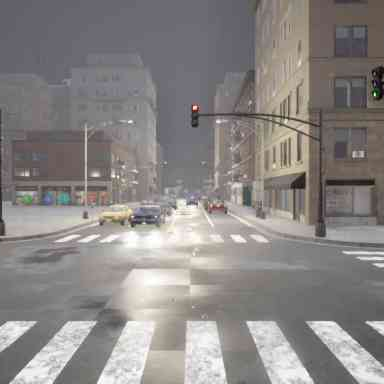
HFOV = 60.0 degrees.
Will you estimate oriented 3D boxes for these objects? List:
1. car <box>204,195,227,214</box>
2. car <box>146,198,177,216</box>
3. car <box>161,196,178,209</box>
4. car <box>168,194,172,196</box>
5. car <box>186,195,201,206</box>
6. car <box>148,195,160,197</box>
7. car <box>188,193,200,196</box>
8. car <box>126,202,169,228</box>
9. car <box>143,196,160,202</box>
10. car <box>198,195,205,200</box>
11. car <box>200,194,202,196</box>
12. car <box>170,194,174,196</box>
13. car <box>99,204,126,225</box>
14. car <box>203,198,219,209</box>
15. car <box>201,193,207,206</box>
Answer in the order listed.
[{"bbox_3d":[2.642,1.441,35.358,1.967,1.590,4.097,0,0,0],"label":"car"},{"bbox_3d":[-2.852,1.549,32.294,2.033,1.411,5.357,0,0,0],"label":"car"},{"bbox_3d":[-2.837,1.528,42.135,1.812,1.442,4.674,0,0,0],"label":"car"},{"bbox_3d":[-5.380,1.586,63.669,1.802,1.307,4.206,0,0,0],"label":"car"},{"bbox_3d":[0.006,1.604,53.850,1.895,1.301,4.718,0,0,0],"label":"car"},{"bbox_3d":[-5.382,1.318,46.684,2.192,1.841,5.009,0,0,0],"label":"car"},{"bbox_3d":[0.007,1.226,64.152,2.150,2.045,5.566,0,0,0],"label":"car"},{"bbox_3d":[-2.880,1.601,22.557,1.895,1.301,4.718,0,0,1],"label":"car"},{"bbox_3d":[-5.383,1.553,41.021,2.008,1.369,4.403,0,0,0],"label":"car"},{"bbox_3d":[2.648,1.575,91.977,1.947,1.339,4.313,0,0,0],"label":"car"},{"bbox_3d":[2.645,1.555,69.330,2.008,1.369,4.403,0,0,0],"label":"car"},{"bbox_3d":[-5.380,1.530,69.161,1.752,1.417,4.829,0,0,0],"label":"car"},{"bbox_3d":[-5.385,1.526,23.866,1.752,1.417,4.829,0,0,0],"label":"car"},{"bbox_3d":[2.643,1.568,46.682,1.947,1.339,4.313,0,0,0],"label":"car"},{"bbox_3d":[2.642,1.317,41.020,2.192,1.841,5.009,0,0,0],"label":"car"}]
